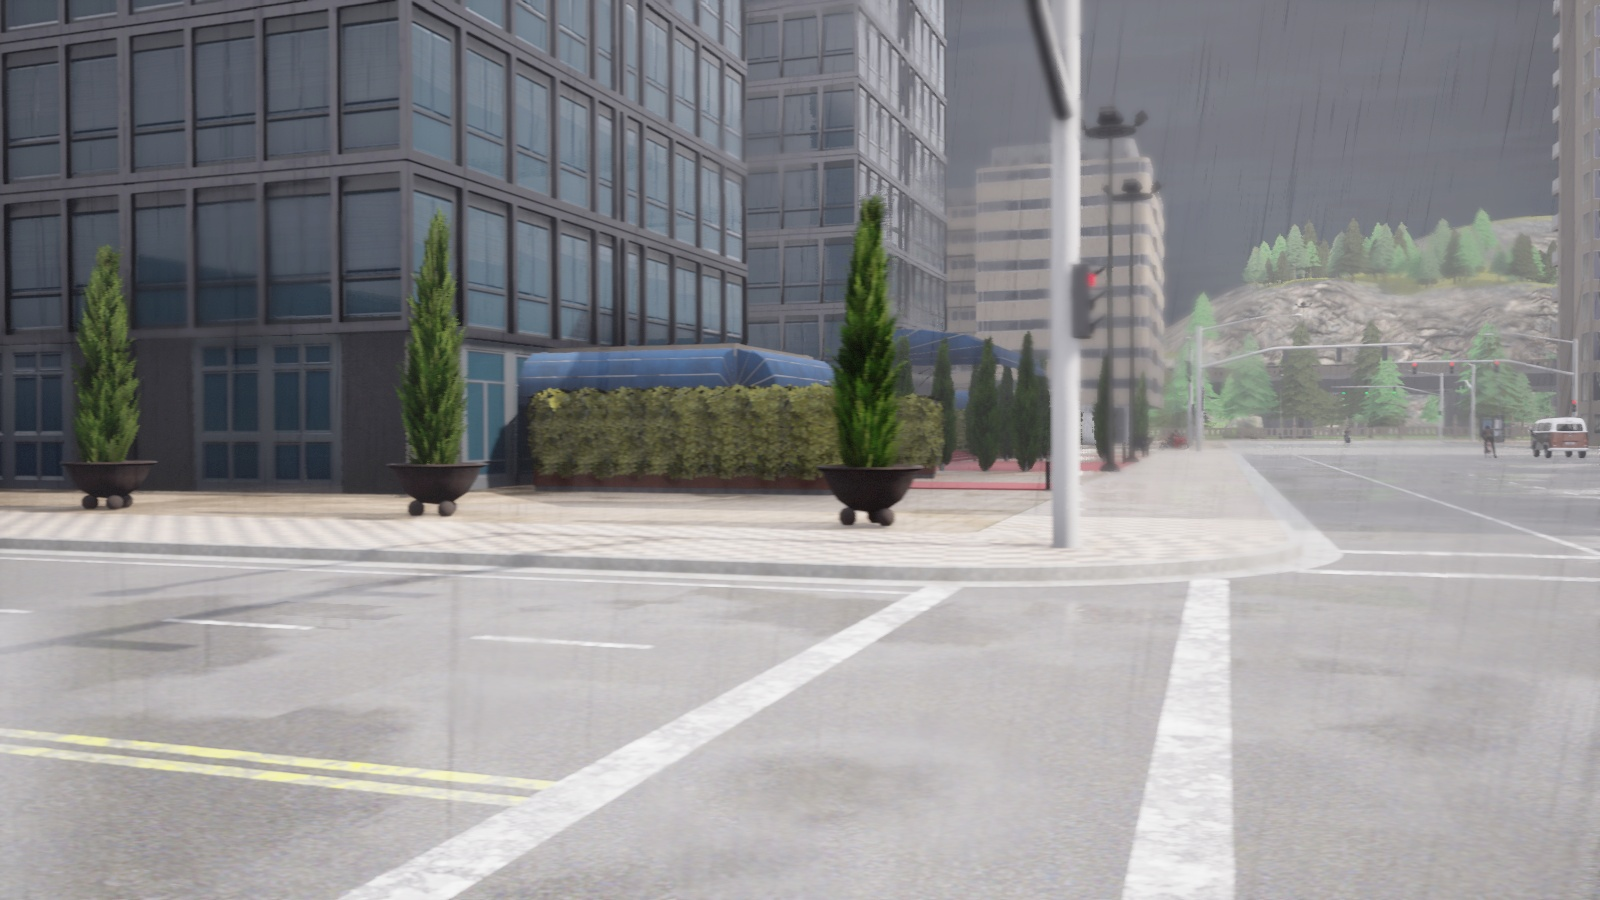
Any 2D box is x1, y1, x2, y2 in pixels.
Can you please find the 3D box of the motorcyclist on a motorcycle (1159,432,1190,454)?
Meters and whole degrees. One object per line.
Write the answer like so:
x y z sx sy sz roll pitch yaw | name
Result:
26.244 -0.502 88.023 2.044 1.523 0.797 0 0 14 | motorcyclist on a motorcycle

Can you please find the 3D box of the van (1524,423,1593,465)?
38.747 -0.334 64.253 2.069 2.038 4.480 1 1 18 | van
